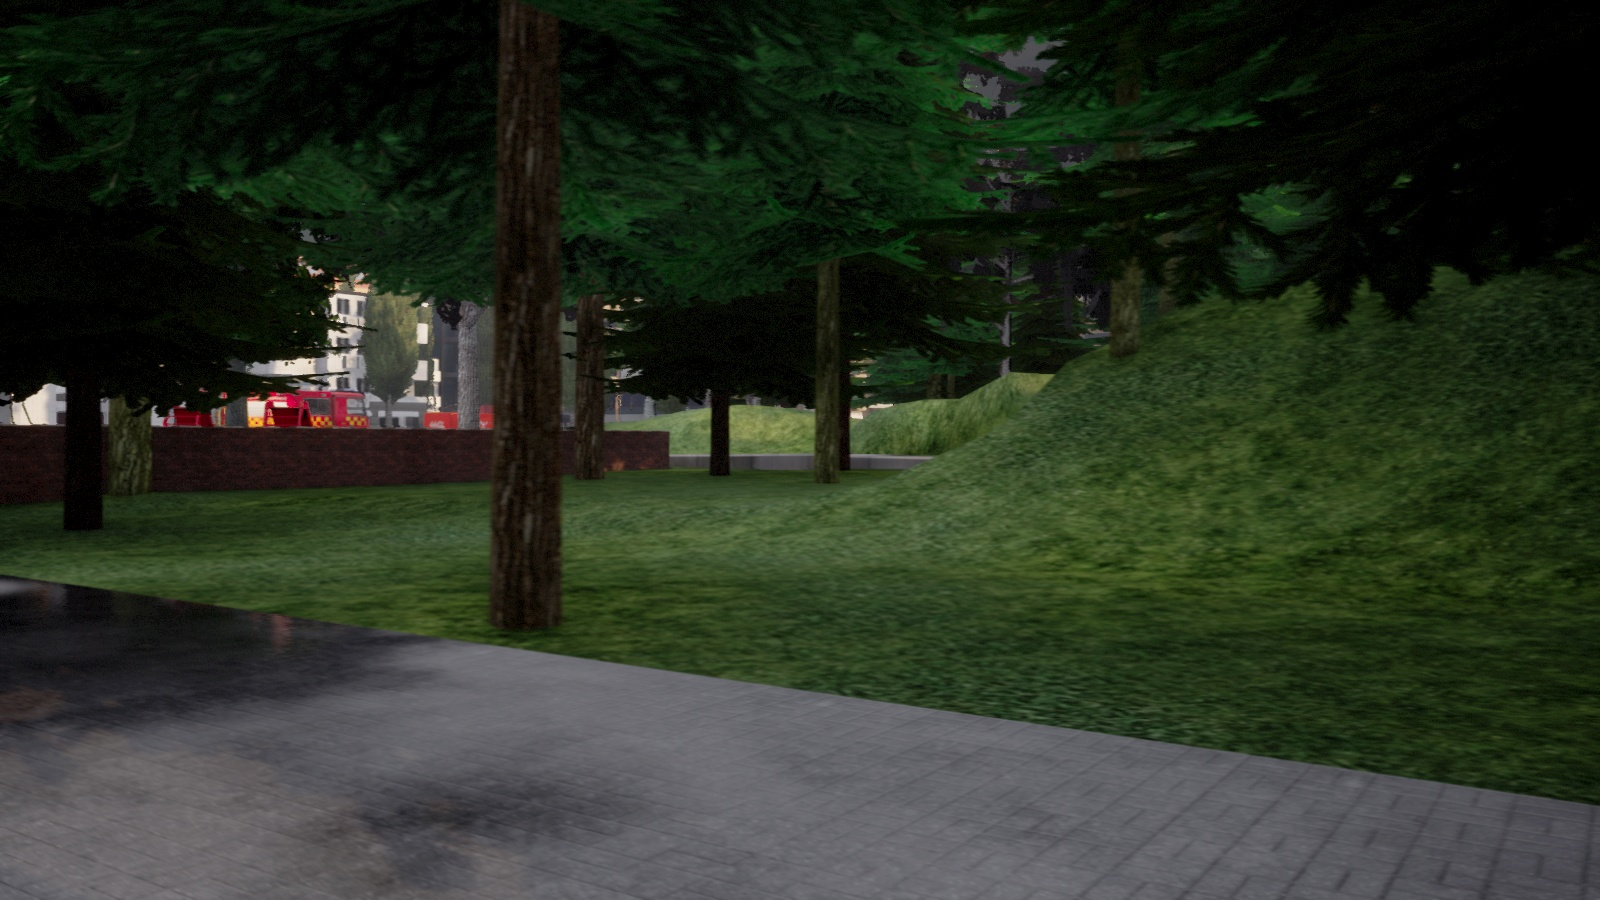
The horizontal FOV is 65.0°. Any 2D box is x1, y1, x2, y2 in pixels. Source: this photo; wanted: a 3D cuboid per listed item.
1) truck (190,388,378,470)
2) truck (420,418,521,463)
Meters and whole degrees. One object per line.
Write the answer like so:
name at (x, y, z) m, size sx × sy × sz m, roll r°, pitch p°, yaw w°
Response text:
truck at (-25.589, -1.058, 62.755) m, size 2.891 × 3.827 × 8.468 m, roll 0°, pitch 1°, yaw 34°
truck at (-18.990, -0.575, 72.672) m, size 2.627 × 2.467 × 5.204 m, roll 0°, pitch 1°, yaw 34°
